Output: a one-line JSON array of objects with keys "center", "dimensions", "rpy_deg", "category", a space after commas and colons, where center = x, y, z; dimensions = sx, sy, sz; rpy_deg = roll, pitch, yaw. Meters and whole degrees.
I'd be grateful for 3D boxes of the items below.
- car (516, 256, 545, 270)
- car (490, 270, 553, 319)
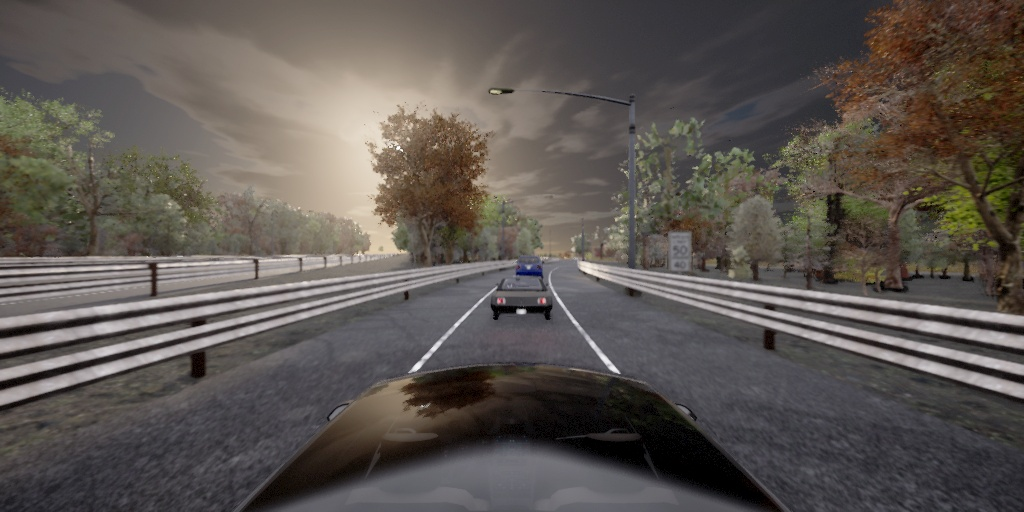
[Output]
[{"center": [1.529, 0.990, 30.316], "dimensions": [2.150, 2.045, 5.566], "rpy_deg": [0, 0, 5], "category": "car"}, {"center": [0.364, 1.361, 12.817], "dimensions": [1.895, 1.301, 4.718], "rpy_deg": [0, 0, 2], "category": "car"}]
